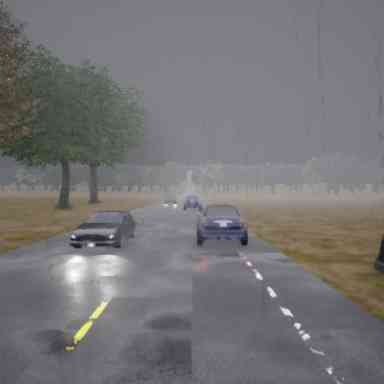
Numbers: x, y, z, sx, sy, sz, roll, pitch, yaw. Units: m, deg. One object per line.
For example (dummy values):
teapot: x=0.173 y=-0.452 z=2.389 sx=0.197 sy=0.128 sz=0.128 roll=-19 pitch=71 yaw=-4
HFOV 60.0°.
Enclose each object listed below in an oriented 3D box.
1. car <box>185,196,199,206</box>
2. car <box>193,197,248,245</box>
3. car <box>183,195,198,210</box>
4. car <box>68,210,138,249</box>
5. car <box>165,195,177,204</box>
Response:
car: x=0.031 y=1.351 z=51.019 sx=1.994 sy=1.385 sz=4.181 roll=0 pitch=0 yaw=0
car: x=1.233 y=1.297 z=15.280 sx=2.097 sy=1.767 sz=4.553 roll=0 pitch=0 yaw=0
car: x=0.069 y=1.194 z=39.566 sx=2.097 sy=1.767 sz=4.553 roll=0 pitch=0 yaw=1
car: x=-3.591 y=1.497 z=14.509 sx=2.033 sy=1.411 sz=5.357 roll=0 pitch=0 yaw=0
car: x=-3.526 y=1.265 z=55.991 sx=1.837 sy=1.490 sz=4.892 roll=0 pitch=1 yaw=0
